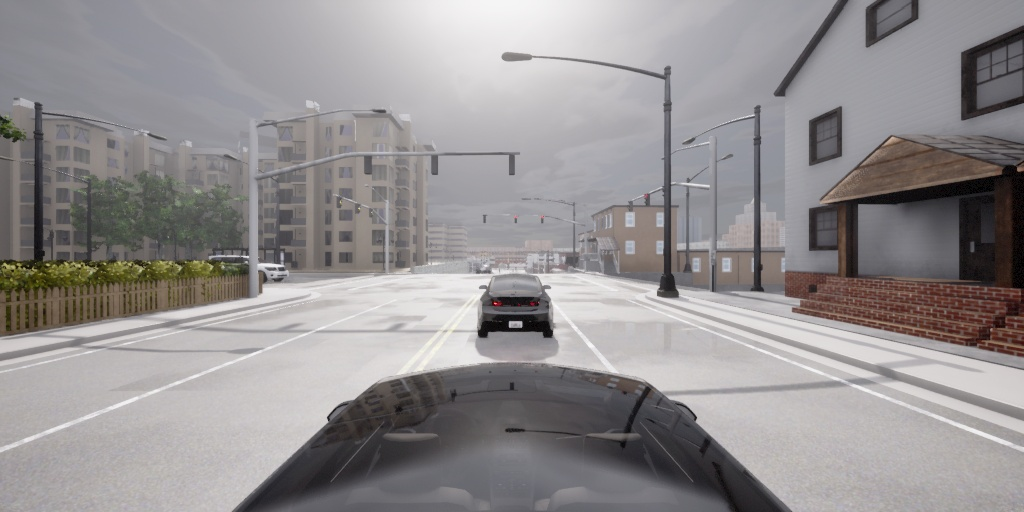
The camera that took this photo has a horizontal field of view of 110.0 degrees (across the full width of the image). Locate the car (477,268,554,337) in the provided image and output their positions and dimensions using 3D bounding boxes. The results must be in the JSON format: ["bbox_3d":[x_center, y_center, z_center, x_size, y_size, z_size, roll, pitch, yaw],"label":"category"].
[{"bbox_3d":[0.090,1.255,10.276,1.837,1.490,4.892,0,0,0],"label":"car"}]

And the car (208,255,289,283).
[{"bbox_3d":[-19.962,0.971,26.961,5.566,2.045,2.150,0,0,1],"label":"car"}]

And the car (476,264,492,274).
[{"bbox_3d":[-3.630,1.755,47.089,2.128,1.511,4.902,0,-5,0],"label":"car"}]
